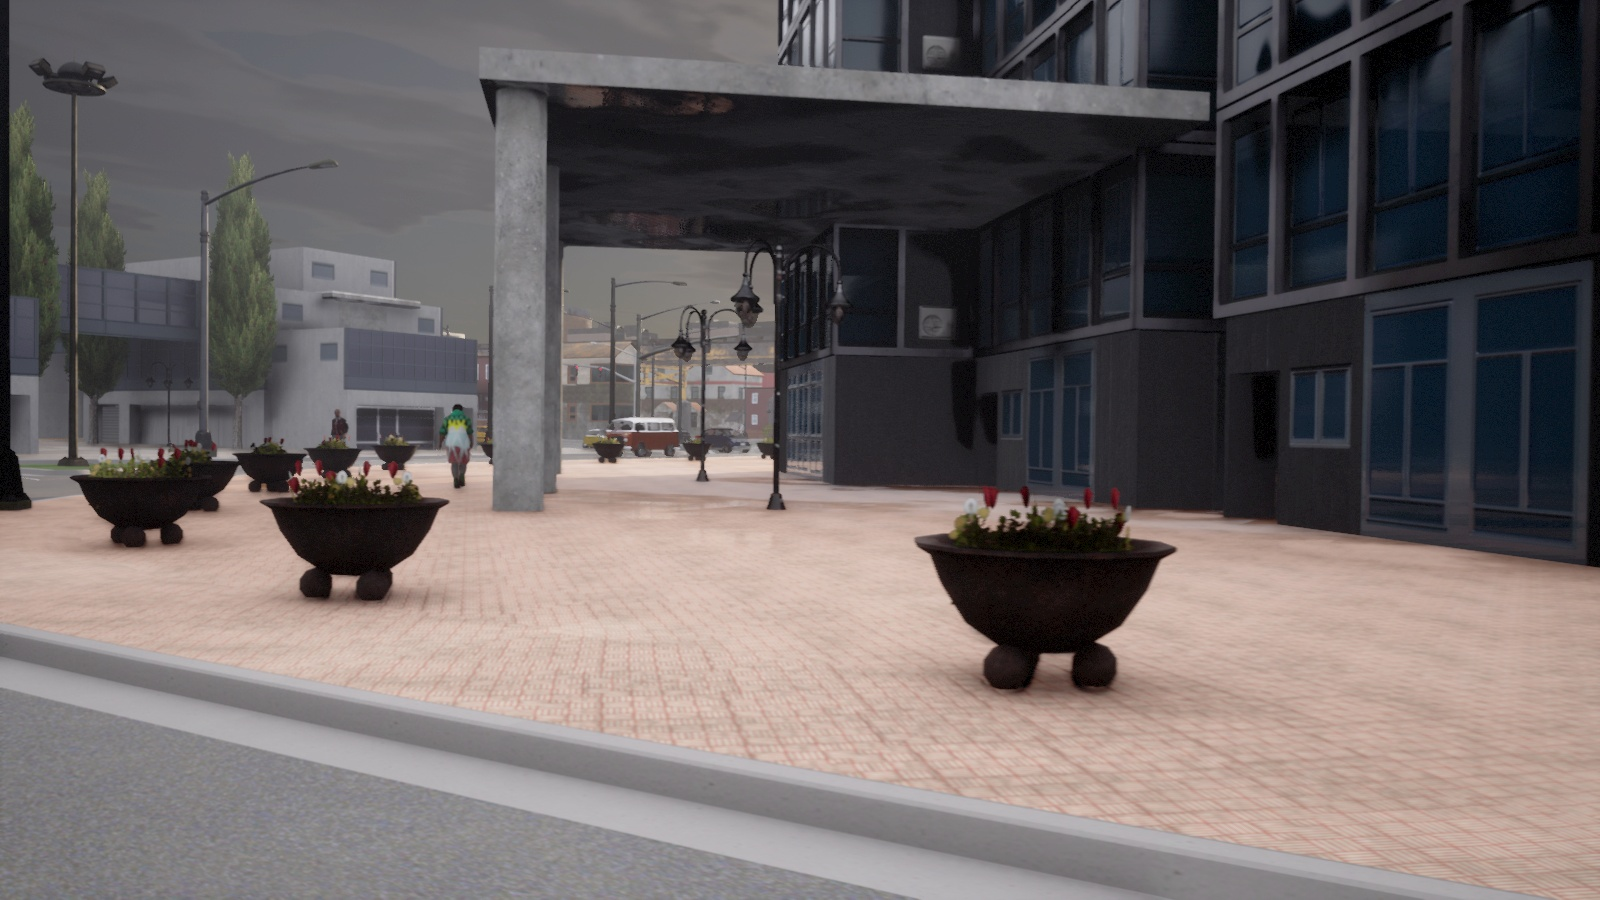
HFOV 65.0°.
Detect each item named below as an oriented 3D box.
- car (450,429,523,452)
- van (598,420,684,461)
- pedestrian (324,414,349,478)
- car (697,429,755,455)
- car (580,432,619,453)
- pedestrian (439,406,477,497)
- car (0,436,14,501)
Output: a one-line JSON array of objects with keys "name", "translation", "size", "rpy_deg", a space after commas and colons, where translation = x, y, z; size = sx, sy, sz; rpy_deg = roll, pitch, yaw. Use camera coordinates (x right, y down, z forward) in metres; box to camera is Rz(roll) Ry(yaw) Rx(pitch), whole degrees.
[{"name": "car", "translation": [-22.713, -0.707, 90.930], "size": [5.366, 1.575, 1.801], "rpy_deg": [1, 2, 30]}, {"name": "van", "translation": [-8.114, -0.516, 64.473], "size": [2.069, 2.038, 4.480], "rpy_deg": [0, 1, 31]}, {"name": "pedestrian", "translation": [-13.660, -0.120, 37.057], "size": [0.376, 1.854, 0.720], "rpy_deg": [0, 1, 8]}, {"name": "car", "translation": [-4.696, -0.508, 79.024], "size": [1.789, 1.549, 3.705], "rpy_deg": [-1, 1, -41]}, {"name": "car", "translation": [-13.689, -0.513, 85.709], "size": [2.207, 1.376, 1.481], "rpy_deg": [0, 1, 30]}, {"name": "pedestrian", "translation": [-7.461, 0.019, 27.440], "size": [0.659, 1.952, 0.873], "rpy_deg": [0, 1, -7]}, {"name": "car", "translation": [-19.683, 0.407, 29.308], "size": [1.812, 1.442, 4.674], "rpy_deg": [-1, 1, -37]}]
